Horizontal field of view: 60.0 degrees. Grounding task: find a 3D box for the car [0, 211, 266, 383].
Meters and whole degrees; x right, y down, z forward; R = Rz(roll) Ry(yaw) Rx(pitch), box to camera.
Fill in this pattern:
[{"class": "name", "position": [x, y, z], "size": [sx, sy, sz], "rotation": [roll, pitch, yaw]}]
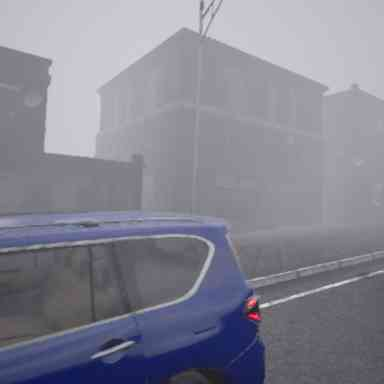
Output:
[{"class": "car", "position": [-1.921, 1.221, 2.314], "size": [5.566, 2.045, 2.150], "rotation": [0, 0, -35]}]
